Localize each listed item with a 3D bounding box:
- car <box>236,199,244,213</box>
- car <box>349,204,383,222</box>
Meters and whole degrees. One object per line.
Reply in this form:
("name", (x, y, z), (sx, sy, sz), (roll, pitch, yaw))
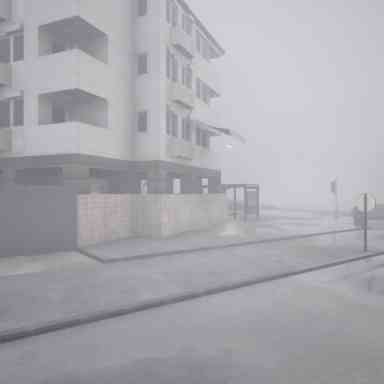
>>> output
("car", (5.008, 1.492, 37.238), (2.128, 1.511, 4.902), (0, 0, -36))
("car", (14.286, 1.548, 24.133), (2.033, 1.411, 5.357), (0, 0, -31))
